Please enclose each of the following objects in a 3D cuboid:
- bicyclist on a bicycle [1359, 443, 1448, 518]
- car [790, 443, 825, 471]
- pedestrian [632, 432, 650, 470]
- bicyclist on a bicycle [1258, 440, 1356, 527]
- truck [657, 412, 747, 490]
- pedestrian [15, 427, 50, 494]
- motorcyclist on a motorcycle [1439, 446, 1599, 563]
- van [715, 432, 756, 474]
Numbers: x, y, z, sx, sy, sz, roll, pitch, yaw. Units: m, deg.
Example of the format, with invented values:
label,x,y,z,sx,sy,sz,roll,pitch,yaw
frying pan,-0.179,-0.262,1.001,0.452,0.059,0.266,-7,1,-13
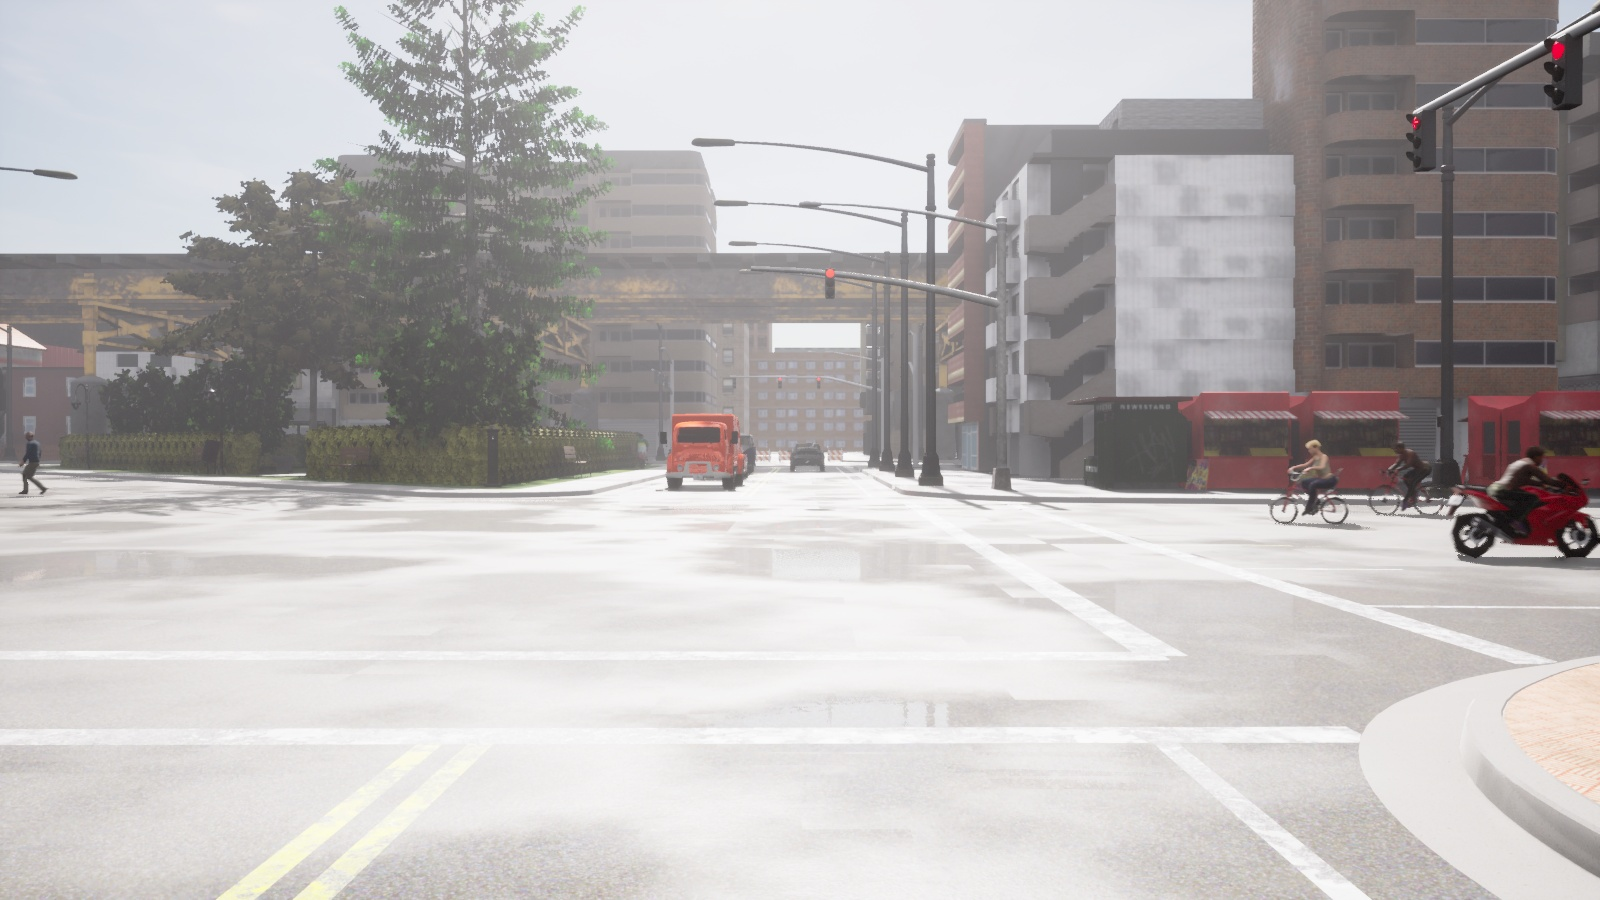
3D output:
label,x,y,z,sx,sy,sz,roll,pitch,yaw
bicyclist on a bicycle,13.150,0.661,27.398,1.656,1.620,0.582,0,0,0
car,0.406,0.366,68.269,1.837,1.490,4.892,0,0,0
pedestrian,-8.160,0.041,64.477,0.659,1.952,0.873,0,0,12
bicyclist on a bicycle,9.627,0.629,23.892,1.509,1.612,0.866,1,0,0
truck,-3.240,0.017,42.607,2.627,2.467,5.204,0,0,0
pedestrian,-21.350,0.281,34.933,0.726,1.842,0.402,0,0,-13
motorcyclist on a motorcycle,9.837,0.719,16.894,2.044,1.523,0.797,1,0,0
van,-3.131,0.150,61.565,1.775,1.987,4.442,0,0,0
